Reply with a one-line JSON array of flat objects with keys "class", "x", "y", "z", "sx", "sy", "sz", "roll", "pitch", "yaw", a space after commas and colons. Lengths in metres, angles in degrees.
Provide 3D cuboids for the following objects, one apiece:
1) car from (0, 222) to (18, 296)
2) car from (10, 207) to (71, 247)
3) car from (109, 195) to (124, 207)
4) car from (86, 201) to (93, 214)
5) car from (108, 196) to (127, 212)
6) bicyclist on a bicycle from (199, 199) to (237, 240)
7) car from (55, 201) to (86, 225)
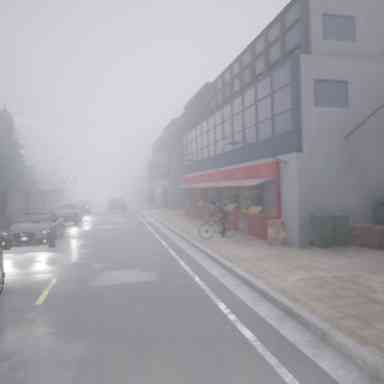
[{"class": "car", "x": -4.816, "y": 1.597, "z": 5.782, "sx": 1.837, "sy": 1.490, "sz": 4.892, "roll": -2, "pitch": 1, "yaw": -13}, {"class": "car", "x": -6.877, "y": 1.614, "z": 14.740, "sx": 1.994, "sy": 1.385, "sz": 4.181, "roll": -2, "pitch": 1, "yaw": -12}, {"class": "car", "x": -10.838, "y": 1.257, "z": 47.922, "sx": 1.882, "sy": 1.535, "sz": 5.008, "roll": -2, "pitch": 1, "yaw": -12}, {"class": "car", "x": -11.278, "y": 1.558, "z": 33.935, "sx": 1.895, "sy": 1.301, "sz": 4.718, "roll": -2, "pitch": 1, "yaw": -13}, {"class": "car", "x": -8.116, "y": 1.326, "z": 36.250, "sx": 2.128, "sy": 1.511, "sz": 4.902, "roll": -2, "pitch": 1, "yaw": -12}, {"class": "bicyclist on a bicycle", "x": 1.051, "y": 1.122, "z": 13.579, "sx": 1.656, "sy": 1.620, "sz": 0.582, "roll": -2, "pitch": 1, "yaw": -13}, {"class": "car", "x": -9.031, "y": 1.510, "z": 24.053, "sx": 1.837, "sy": 1.490, "sz": 4.892, "roll": -2, "pitch": 1, "yaw": -13}]
